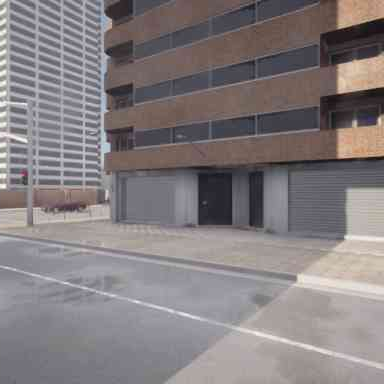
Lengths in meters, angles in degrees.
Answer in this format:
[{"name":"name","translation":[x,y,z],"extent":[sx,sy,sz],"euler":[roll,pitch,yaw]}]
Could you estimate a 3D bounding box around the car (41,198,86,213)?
[{"name":"car","translation":[-14.164,1.477,36.945],"extent":[1.882,1.535,5.008],"euler":[0,0,35]}]
